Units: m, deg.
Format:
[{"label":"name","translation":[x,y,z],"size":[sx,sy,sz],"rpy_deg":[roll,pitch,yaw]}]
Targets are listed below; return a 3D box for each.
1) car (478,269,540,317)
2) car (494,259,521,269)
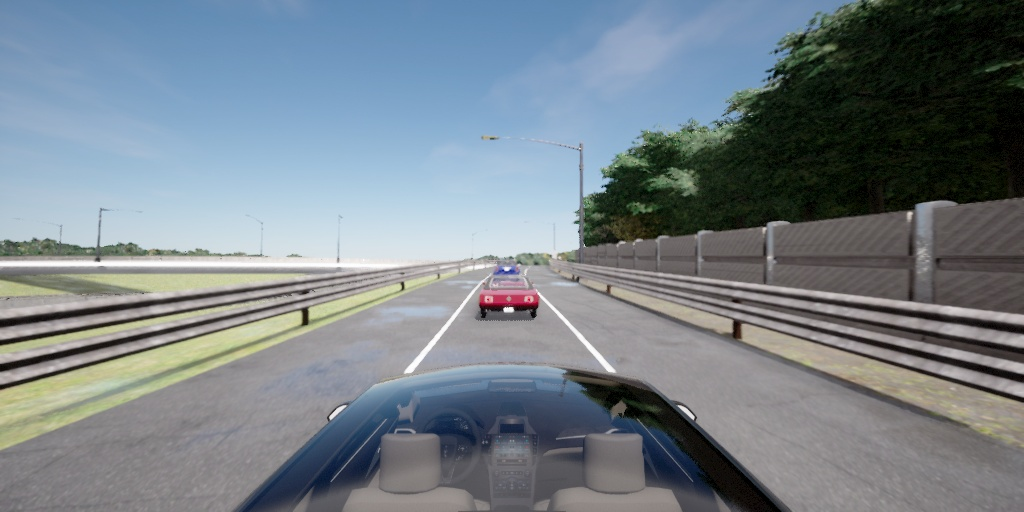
[{"label":"car","translation":[-0.133,1.326,13.026],"size":[1.895,1.301,4.718],"rpy_deg":[0,0,-1]},{"label":"car","translation":[-0.362,1.034,29.260],"size":[2.097,1.767,4.553],"rpy_deg":[0,0,1]}]
